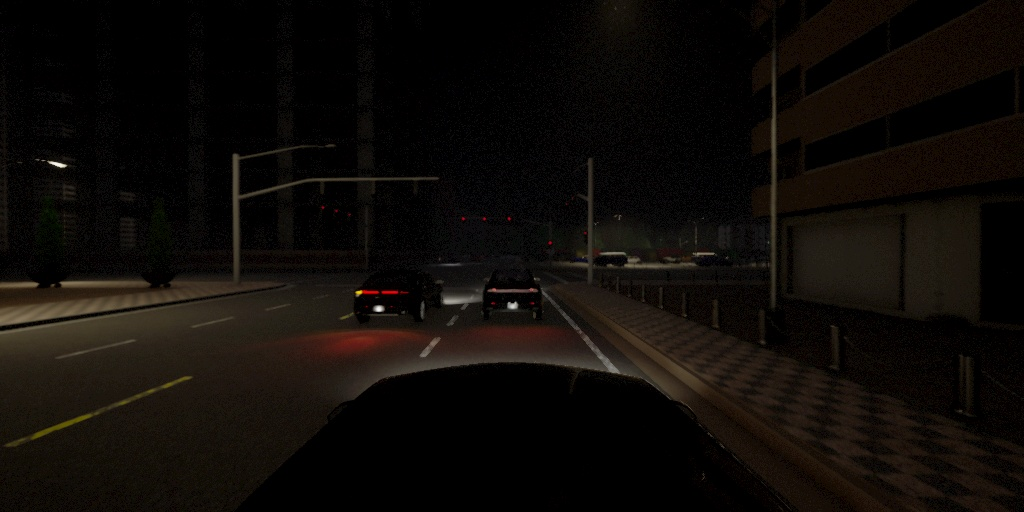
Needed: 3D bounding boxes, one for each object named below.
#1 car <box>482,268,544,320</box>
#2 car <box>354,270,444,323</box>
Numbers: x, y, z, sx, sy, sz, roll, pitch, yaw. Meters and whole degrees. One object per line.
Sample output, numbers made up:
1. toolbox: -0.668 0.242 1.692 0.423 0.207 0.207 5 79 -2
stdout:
1. car: 0.005 1.171 12.384 2.128 1.511 4.902 0 0 0
2. car: -3.490 1.183 11.814 1.837 1.490 4.892 0 -1 0
